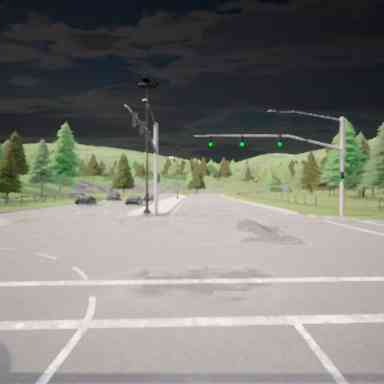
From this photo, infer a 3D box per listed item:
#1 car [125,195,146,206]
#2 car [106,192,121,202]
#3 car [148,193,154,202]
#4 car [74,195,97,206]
[{"bbox_3d":[-8.077,1.204,46.749,2.033,1.411,5.357,0,0,0],"label":"car"},{"bbox_3d":[-15.014,0.884,63.822,2.097,1.767,4.553,0,0,0],"label":"car"},{"bbox_3d":[-8.019,1.029,63.339,2.128,1.511,4.902,0,0,1],"label":"car"},{"bbox_3d":[-15.071,1.200,47.415,2.033,1.411,5.357,0,0,0],"label":"car"}]
